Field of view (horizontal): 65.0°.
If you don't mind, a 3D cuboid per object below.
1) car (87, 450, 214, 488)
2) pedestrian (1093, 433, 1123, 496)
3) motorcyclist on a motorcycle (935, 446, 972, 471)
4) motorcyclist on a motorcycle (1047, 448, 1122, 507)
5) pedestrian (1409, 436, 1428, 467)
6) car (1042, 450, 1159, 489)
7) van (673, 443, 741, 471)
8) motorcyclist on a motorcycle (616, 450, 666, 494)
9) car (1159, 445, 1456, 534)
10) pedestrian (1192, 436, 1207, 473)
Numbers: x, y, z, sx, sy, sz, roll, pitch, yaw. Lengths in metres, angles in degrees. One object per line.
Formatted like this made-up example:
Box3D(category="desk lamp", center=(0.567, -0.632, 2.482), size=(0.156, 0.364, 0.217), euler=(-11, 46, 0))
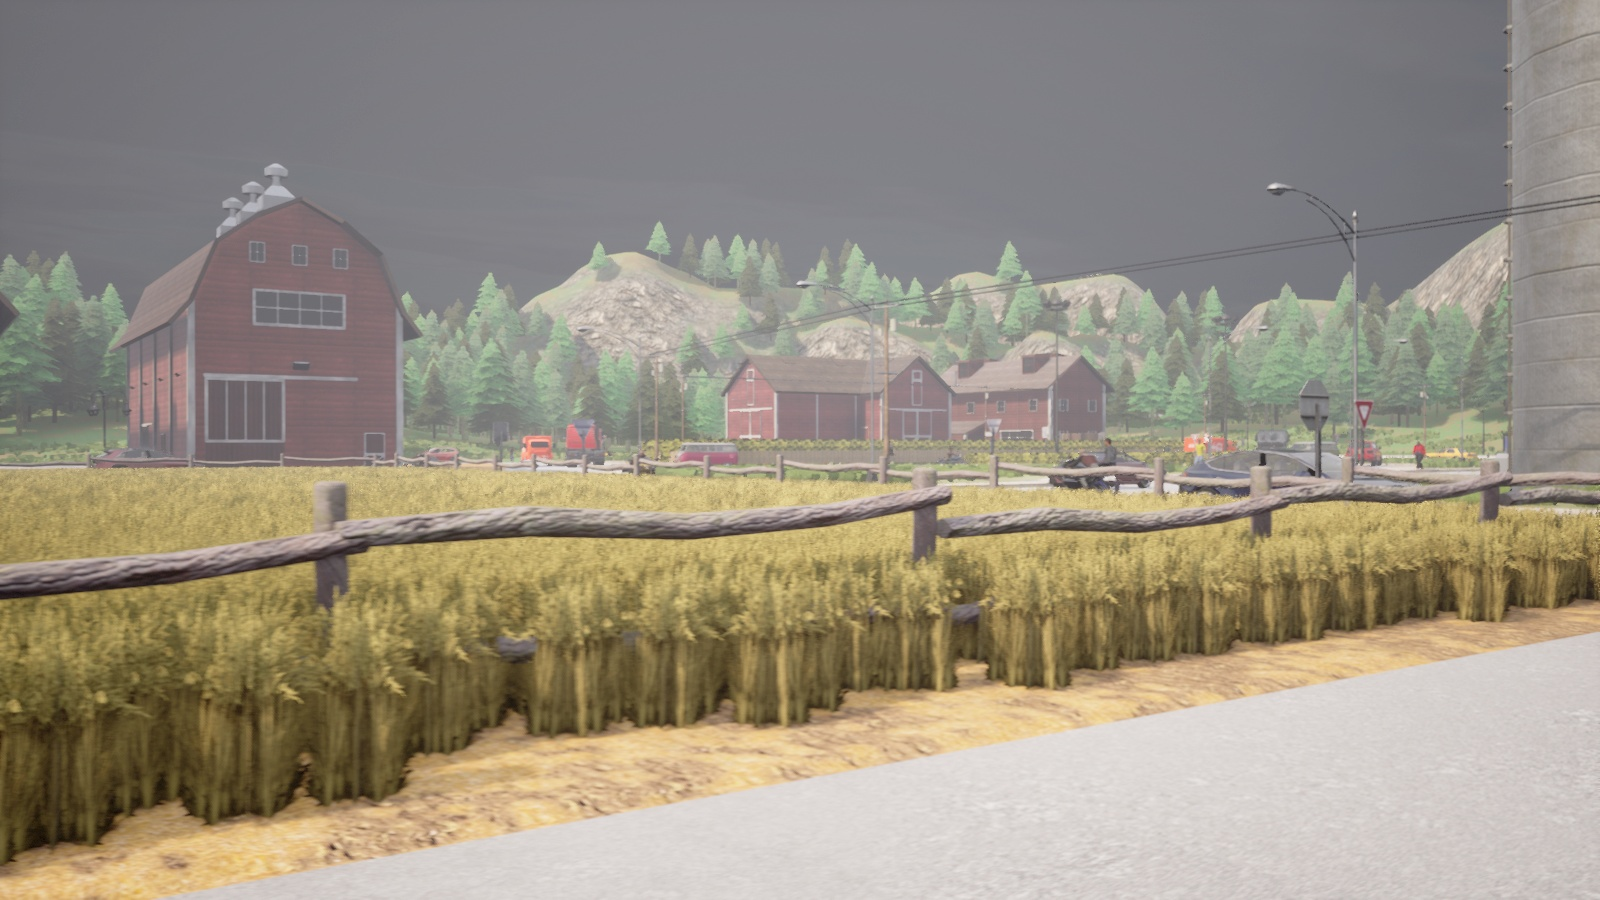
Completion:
Box3D(category="car", center=(-29.799, 0.839, 57.690), size=(4.856, 1.649, 2.033), euler=(0, 0, -38))
Box3D(category="pedestrian", center=(9.659, 0.451, 39.359), size=(0.423, 1.949, 0.788), euler=(0, 0, -42))
Box3D(category="motorcyclist on a motorcycle", center=(10.174, 0.569, 83.242), size=(2.350, 1.649, 0.766), euler=(0, -1, 40))
Box3D(category="motorcyclist on a motorcycle", center=(7.554, 0.710, 33.469), size=(0.866, 1.530, 2.191), euler=(0, 0, -22))
Box3D(category="pedestrian", center=(37.294, 0.096, 75.725), size=(0.899, 1.844, 0.634), euler=(0, 0, -35))
Box3D(category="car", center=(11.218, 0.704, 46.740), size=(4.181, 1.385, 1.994), euler=(0, 0, -36))
Box3D(category="van", center=(-6.563, 0.477, 88.505), size=(4.442, 1.987, 1.775), euler=(0, 0, -21))
Box3D(category="motorcyclist on a motorcycle", center=(-5.769, 0.791, 45.364), size=(0.866, 1.530, 2.191), euler=(0, 0, -35))
Box3D(category="car", center=(9.407, 0.670, 23.673), size=(2.163, 1.488, 4.792), euler=(0, 0, -35))
Box3D(category="pedestrian", center=(20.204, 0.221, 63.518), size=(0.706, 1.836, 0.354), euler=(0, 0, -37))
